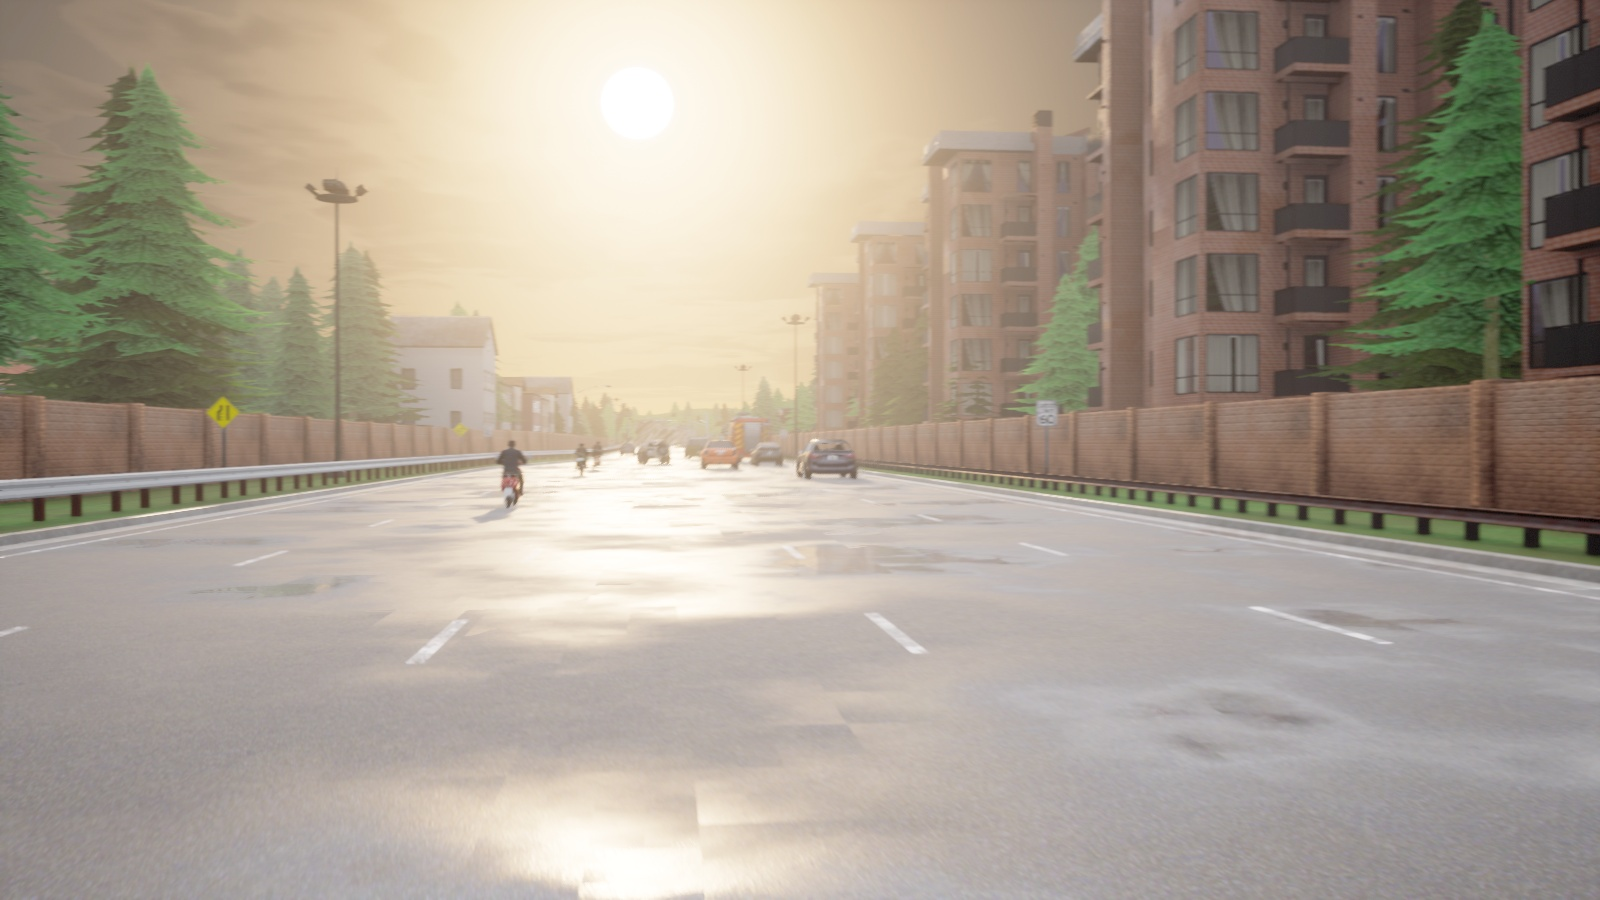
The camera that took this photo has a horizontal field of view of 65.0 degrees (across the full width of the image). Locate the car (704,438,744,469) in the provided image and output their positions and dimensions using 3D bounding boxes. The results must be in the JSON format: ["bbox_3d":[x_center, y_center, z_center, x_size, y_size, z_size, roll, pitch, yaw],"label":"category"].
[{"bbox_3d":[-4.474,0.195,73.086,2.097,1.767,4.553,0,0,-6],"label":"car"}]

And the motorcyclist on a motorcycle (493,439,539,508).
[{"bbox_3d":[-6.719,0.537,29.820,0.866,1.590,1.817,0,0,-6],"label":"motorcyclist on a motorcycle"}]

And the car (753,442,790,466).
[{"bbox_3d":[-1.871,0.235,81.368,2.007,1.525,4.514,0,0,-6],"label":"car"}]

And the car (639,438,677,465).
[{"bbox_3d":[-10.151,0.066,89.501,1.932,1.855,4.605,1,0,-15],"label":"car"}]

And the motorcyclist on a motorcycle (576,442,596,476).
[{"bbox_3d":[-9.809,0.410,57.685,0.797,1.523,2.044,0,0,-6],"label":"motorcyclist on a motorcycle"}]

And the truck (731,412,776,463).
[{"bbox_3d":[-3.674,-0.967,97.619,2.891,3.827,8.468,0,0,-6],"label":"truck"}]

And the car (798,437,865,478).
[{"bbox_3d":[1.266,0.289,53.075,2.242,1.667,4.611,0,0,-6],"label":"car"}]
